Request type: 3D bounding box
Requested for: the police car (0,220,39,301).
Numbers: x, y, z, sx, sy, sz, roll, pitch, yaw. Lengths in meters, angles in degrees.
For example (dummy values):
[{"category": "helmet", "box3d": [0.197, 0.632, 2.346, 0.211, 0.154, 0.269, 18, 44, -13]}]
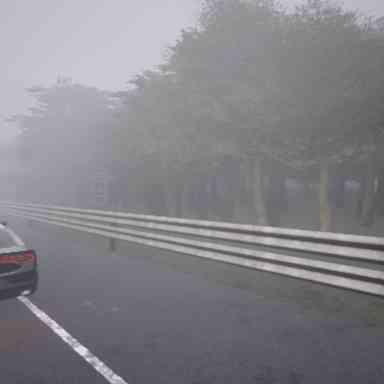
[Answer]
[{"category": "police car", "box3d": [-5.129, 1.373, 7.607, 1.930, 1.638, 5.238, -2, 2, -41]}]
